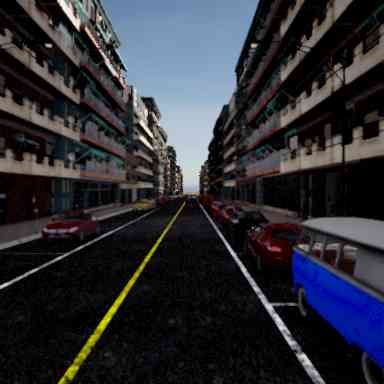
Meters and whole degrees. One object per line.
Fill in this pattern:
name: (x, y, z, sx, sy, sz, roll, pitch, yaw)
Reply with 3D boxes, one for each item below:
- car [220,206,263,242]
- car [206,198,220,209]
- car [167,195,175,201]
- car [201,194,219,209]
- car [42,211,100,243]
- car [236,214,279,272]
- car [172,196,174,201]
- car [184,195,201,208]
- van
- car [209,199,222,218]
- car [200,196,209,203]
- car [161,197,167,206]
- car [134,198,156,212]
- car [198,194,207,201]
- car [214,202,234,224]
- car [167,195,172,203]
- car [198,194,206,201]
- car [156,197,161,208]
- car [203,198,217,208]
car: (2.679, 1.564, 16.155, 1.947, 1.339, 4.313, -1, 0, 0)
car: (2.675, 1.586, 33.210, 1.802, 1.307, 4.206, -1, 0, 0)
car: (-5.716, 1.615, 90.059, 1.887, 1.381, 4.507, -1, 0, 0)
car: (2.669, 1.327, 44.579, 2.192, 1.841, 5.009, -1, 0, 0)
car: (-5.701, 1.580, 16.156, 1.802, 1.307, 4.206, -1, 0, 0)
car: (2.680, 1.580, 10.471, 1.802, 1.307, 4.206, -1, 0, 0)
car: (-5.717, 1.501, 84.374, 1.967, 1.590, 4.097, -1, 0, 0)
car: (-0.008, 1.518, 47.082, 1.837, 1.490, 4.892, 0, 0, 0)
van: (2.678, 1.340, 4.786, 1.690, 1.788, 3.998, -1, 0, 0)
car: (2.676, 1.546, 27.525, 1.887, 1.381, 4.507, -1, 0, 0)
car: (2.667, 1.570, 73.172, 1.752, 1.417, 4.829, -1, 0, 0)
car: (-5.711, 1.566, 55.950, 1.887, 1.381, 4.507, -1, 0, 0)
car: (-5.707, 1.532, 38.726, 1.752, 1.417, 4.829, -1, 0, 0)
car: (2.662, 1.376, 84.372, 2.192, 1.841, 5.009, -1, 0, 0)
car: (2.677, 1.582, 21.840, 1.802, 1.307, 4.206, -1, 0, 0)
car: (-5.712, 1.580, 67.320, 1.887, 1.381, 4.507, -1, 0, 0)
car: (2.661, 1.386, 90.057, 2.192, 1.841, 5.009, -1, 0, 0)
car: (-5.708, 1.562, 44.581, 2.008, 1.369, 4.403, -1, 0, 0)
car: (2.671, 1.567, 50.263, 2.008, 1.369, 4.403, -1, 0, 0)
